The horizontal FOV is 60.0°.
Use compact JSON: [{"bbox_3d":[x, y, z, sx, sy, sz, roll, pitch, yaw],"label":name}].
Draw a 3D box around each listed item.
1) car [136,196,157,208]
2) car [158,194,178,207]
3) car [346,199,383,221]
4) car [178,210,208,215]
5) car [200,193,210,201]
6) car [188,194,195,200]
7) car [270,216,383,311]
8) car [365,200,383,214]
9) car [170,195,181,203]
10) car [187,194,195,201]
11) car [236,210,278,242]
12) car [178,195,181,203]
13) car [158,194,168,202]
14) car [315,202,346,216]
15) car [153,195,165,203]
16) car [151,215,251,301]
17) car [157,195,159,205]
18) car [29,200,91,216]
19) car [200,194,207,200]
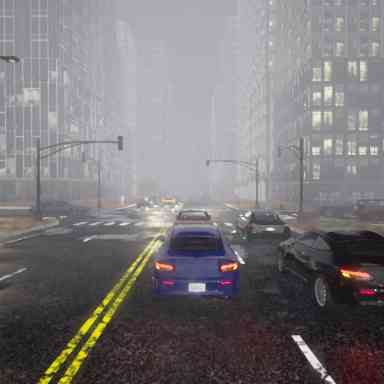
[{"bbox_3d":[-6.699,1.513,47.845,2.033,1.411,5.357,0,0,0],"label":"car"},{"bbox_3d":[-3.447,1.442,49.245,1.882,1.535,5.008,0,0,0],"label":"car"},{"bbox_3d":[16.143,1.519,27.942,5.009,1.841,2.192,1,0,1],"label":"car"},{"bbox_3d":[0.066,1.591,17.350,1.895,1.301,4.718,0,0,0],"label":"car"},{"bbox_3d":[3.084,1.144,78.733,2.150,2.045,5.566,0,0,0],"label":"car"},{"bbox_3d":[-0.189,1.267,89.114,1.812,1.442,4.674,0,0,0],"label":"car"},{"bbox_3d":[3.336,1.522,7.621,1.812,1.442,4.674,0,0,0],"label":"car"},{"bbox_3d":[21.734,1.643,36.240,4.829,1.417,1.752,1,0,1],"label":"car"},{"bbox_3d":[-3.397,1.418,69.152,1.882,1.535,5.008,0,0,0],"label":"car"},{"bbox_3d":[-0.167,1.514,79.142,1.895,1.301,4.718,0,0,0],"label":"car"},{"bbox_3d":[3.320,1.555,16.190,1.994,1.385,4.181,0,0,-1],"label":"car"},{"bbox_3d":[-3.452,1.554,58.624,1.895,1.301,4.718,0,0,0],"label":"car"},{"bbox_3d":[-6.664,1.285,76.862,2.097,1.767,4.553,0,0,0],"label":"car"},{"bbox_3d":[15.030,1.702,33.729,4.718,1.301,1.895,0,1,1],"label":"car"},{"bbox_3d":[-6.666,1.448,66.937,1.837,1.490,4.892,0,0,0],"label":"car"},{"bbox_3d":[0.084,1.522,8.184,1.812,1.442,4.674,0,0,0],"label":"car"},{"bbox_3d":[-6.702,1.460,57.583,1.837,1.490,4.892,0,0,0],"label":"car"},{"bbox_3d":[-12.312,1.451,31.267,5.357,1.411,2.033,0,1,-5],"label":"car"},{"bbox_3d":[3.061,1.338,89.151,1.895,1.301,4.718,0,0,0],"label":"car"}]
